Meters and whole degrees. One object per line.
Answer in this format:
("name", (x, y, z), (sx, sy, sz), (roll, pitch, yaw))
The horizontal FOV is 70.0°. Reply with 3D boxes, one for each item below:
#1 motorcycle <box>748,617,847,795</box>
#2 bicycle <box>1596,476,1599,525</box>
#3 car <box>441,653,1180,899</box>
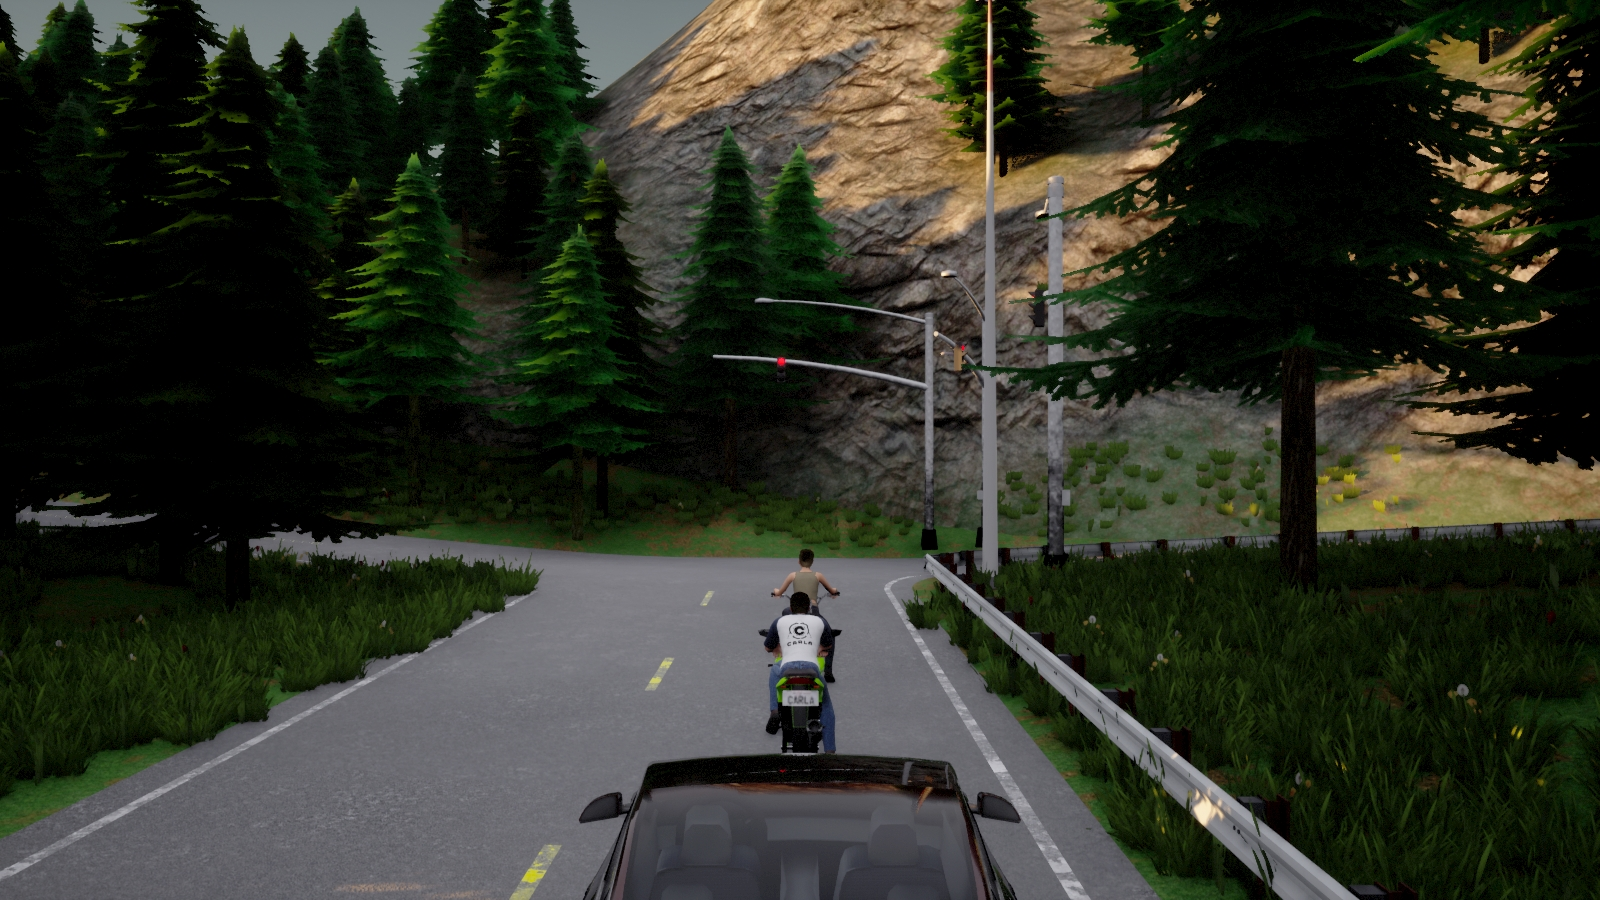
("motorcycle", (-0.020, 2.213, 10.238), (0.803, 1.145, 2.033), (0, 0, 0))
("bicycle", (21.725, 1.355, 29.474), (1.835, 1.471, 0.329), (-5, -2, 26))
("car", (0.029, 2.063, 5.012), (2.163, 1.488, 4.792), (0, 0, 0))
